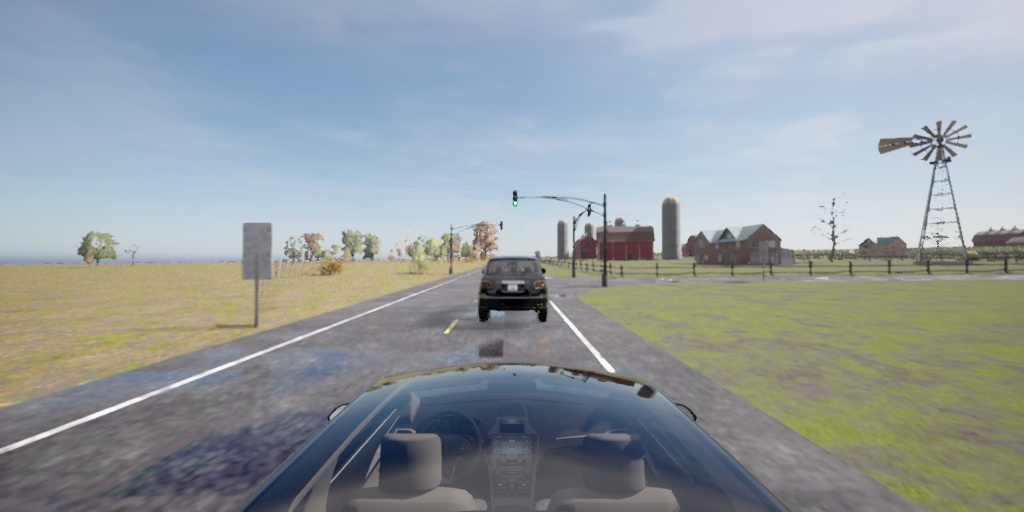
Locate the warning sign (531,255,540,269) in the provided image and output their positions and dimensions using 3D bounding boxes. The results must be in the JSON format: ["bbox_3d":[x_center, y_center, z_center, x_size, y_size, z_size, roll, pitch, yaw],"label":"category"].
[{"bbox_3d":[3.541,1.133,57.638,1.300,1.860,1.060,0,0,0],"label":"warning sign"}]

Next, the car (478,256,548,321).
[{"bbox_3d":[0.061,1.028,12.850,2.150,2.045,5.566,0,-1,1],"label":"car"}]
